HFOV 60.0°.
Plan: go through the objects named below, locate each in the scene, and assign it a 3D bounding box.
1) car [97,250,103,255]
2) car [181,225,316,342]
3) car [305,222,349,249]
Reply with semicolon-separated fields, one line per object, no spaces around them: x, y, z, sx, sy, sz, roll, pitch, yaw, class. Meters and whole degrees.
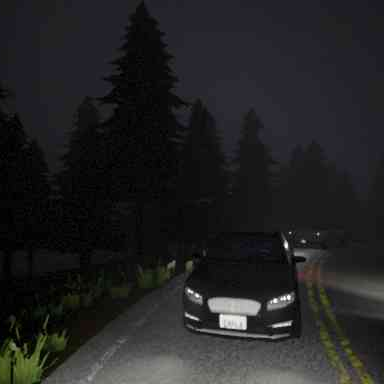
-19.634;13.578;73.433;4.181;1.381;1.994;-2;-5;31;car
1.205;1.555;6.875;2.128;1.511;4.902;-1;-2;15;car
7.030;2.333;18.386;1.895;1.301;4.718;-4;-7;40;car
